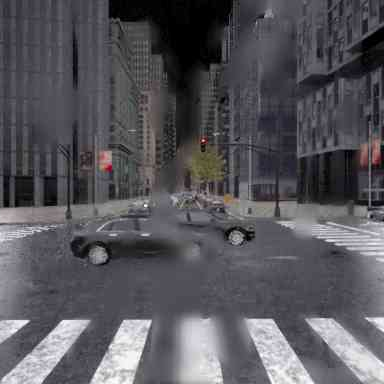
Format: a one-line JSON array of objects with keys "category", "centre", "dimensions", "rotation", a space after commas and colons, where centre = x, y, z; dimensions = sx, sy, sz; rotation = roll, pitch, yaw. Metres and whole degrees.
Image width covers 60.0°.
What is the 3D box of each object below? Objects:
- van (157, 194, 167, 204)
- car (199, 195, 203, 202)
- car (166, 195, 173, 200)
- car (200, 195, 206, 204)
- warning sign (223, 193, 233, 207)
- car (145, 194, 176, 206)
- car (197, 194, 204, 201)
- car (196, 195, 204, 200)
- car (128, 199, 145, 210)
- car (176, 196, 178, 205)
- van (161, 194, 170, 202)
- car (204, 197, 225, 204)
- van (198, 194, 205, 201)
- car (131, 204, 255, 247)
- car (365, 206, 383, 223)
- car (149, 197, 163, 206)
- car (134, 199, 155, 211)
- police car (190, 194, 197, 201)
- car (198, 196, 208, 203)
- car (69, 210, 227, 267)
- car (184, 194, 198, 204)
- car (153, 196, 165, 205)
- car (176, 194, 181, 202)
[{"category": "van", "centre": [-6.059, 1.359, 66.767], "dimensions": [1.690, 1.788, 3.998], "rotation": [0, 0, 0]}, {"category": "car", "centre": [2.557, 1.561, 52.762], "dimensions": [2.008, 1.369, 4.403], "rotation": [0, 0, 0]}, {"category": "car", "centre": [-6.233, 1.623, 93.832], "dimensions": [1.802, 1.307, 4.206], "rotation": [0, 0, 0]}, {"category": "car", "centre": [2.592, 1.552, 47.318], "dimensions": [1.887, 1.381, 4.507], "rotation": [0, 0, 0]}, {"category": "warning sign", "centre": [4.912, 1.122, 45.519], "dimensions": [1.300, 1.860, 1.060], "rotation": [0, 0, 0]}, {"category": "car", "centre": [-3.183, 1.226, 34.690], "dimensions": [2.150, 2.045, 5.566], "rotation": [0, 0, 0]}, {"category": "car", "centre": [2.493, 1.566, 62.634], "dimensions": [2.008, 1.369, 4.403], "rotation": [0, 0, 0]}, {"category": "car", "centre": [2.289, 1.592, 94.367], "dimensions": [2.008, 1.369, 4.403], "rotation": [0, 0, 0]}, {"category": "car", "centre": [-5.863, 1.555, 36.377], "dimensions": [2.008, 1.369, 4.403], "rotation": [0, 0, 0]}, {"category": "car", "centre": [-3.247, 1.608, 44.642], "dimensions": [1.895, 1.301, 4.718], "rotation": [0, 0, 0]}, {"category": "van", "centre": [-6.129, 1.367, 77.594], "dimensions": [1.690, 1.788, 3.998], "rotation": [0, 0, 0]}, {"category": "car", "centre": [2.662, 1.555, 36.429], "dimensions": [2.008, 1.369, 4.403], "rotation": [0, 0, 0]}, {"category": "van", "centre": [2.356, 1.372, 83.790], "dimensions": [1.690, 1.788, 3.998], "rotation": [0, 0, 0]}, {"category": "car", "centre": [0.145, 1.469, 14.237], "dimensions": [5.008, 1.535, 1.882], "rotation": [-1, 0, 0]}, {"category": "car", "centre": [13.588, 1.215, 20.992], "dimensions": [4.902, 1.511, 2.128], "rotation": [-1, 0, 0]}, {"category": "car", "centre": [-5.989, 1.578, 55.941], "dimensions": [1.947, 1.339, 4.313], "rotation": [0, 0, 0]}, {"category": "car", "centre": [-5.895, 1.557, 41.370], "dimensions": [2.008, 1.369, 4.403], "rotation": [0, 0, 0]}, {"category": "police car", "centre": [0.452, 1.462, 90.604], "dimensions": [1.930, 1.638, 5.238], "rotation": [0, 0, 0]}, {"category": "car", "centre": [2.425, 1.588, 73.213], "dimensions": [1.947, 1.339, 4.313], "rotation": [0, 0, 0]}, {"category": "car", "centre": [-1.465, 1.512, 10.979], "dimensions": [4.892, 1.490, 1.837], "rotation": [-1, 0, 0]}, {"category": "car", "centre": [-0.287, 1.543, 65.595], "dimensions": [1.812, 1.442, 4.674], "rotation": [0, 0, 0]}, {"category": "car", "centre": [-6.023, 1.540, 61.184], "dimensions": [1.752, 1.417, 4.829], "rotation": [0, 0, 0]}, {"category": "car", "centre": [-3.310, 1.538, 57.272], "dimensions": [1.812, 1.442, 4.674], "rotation": [0, 0, 0]}]
